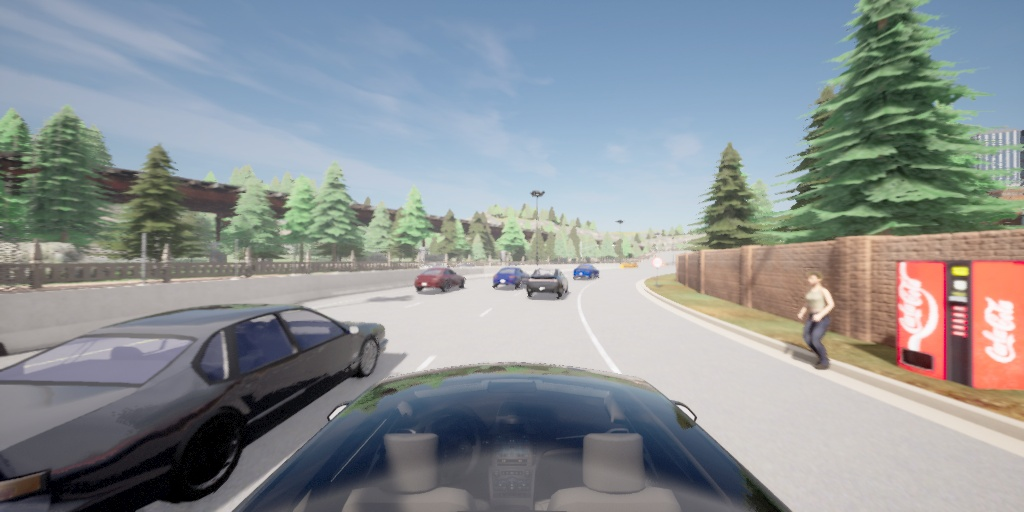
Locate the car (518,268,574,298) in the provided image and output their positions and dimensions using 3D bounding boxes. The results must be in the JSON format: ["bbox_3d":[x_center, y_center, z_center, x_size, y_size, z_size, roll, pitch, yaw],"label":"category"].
[{"bbox_3d":[2.048,1.439,19.977,2.128,1.511,4.902,0,-1,14],"label":"car"}]

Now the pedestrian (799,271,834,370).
[{"bbox_3d":[5.625,1.137,6.614,0.375,1.860,0.375,0,-1,4],"label":"pedestrian"}]

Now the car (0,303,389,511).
[{"bbox_3d":[-3.326,1.297,4.363,2.033,1.411,5.357,0,-1,2],"label":"car"}]

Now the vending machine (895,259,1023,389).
[{"bbox_3d":[7.142,1.043,5.768,1.100,2.100,0.880,0,0,3],"label":"vending machine"}]

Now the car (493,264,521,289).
[{"bbox_3d":[-0.007,1.513,25.644,1.812,1.442,4.674,0,-1,15],"label":"car"}]

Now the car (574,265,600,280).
[{"bbox_3d":[7.858,1.647,37.636,1.882,1.535,5.008,0,-1,26],"label":"car"}]

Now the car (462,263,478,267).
[{"bbox_3d":[-6.436,1.709,48.493,2.033,1.411,5.357,0,-1,27],"label":"car"}]

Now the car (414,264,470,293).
[{"bbox_3d":[-4.428,1.445,22.391,1.812,1.442,4.674,0,-1,12],"label":"car"}]
